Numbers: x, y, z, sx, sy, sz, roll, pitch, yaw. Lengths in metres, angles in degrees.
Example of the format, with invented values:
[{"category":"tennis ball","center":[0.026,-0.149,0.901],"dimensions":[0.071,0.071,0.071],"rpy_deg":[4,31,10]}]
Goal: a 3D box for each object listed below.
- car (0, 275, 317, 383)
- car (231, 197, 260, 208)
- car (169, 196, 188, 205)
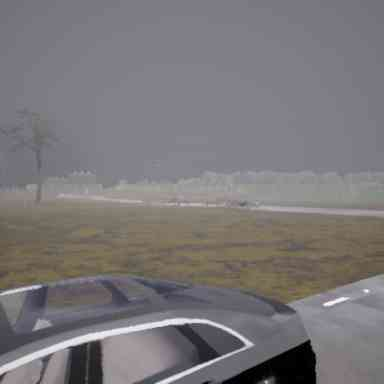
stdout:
[{"category":"car","center":[-1.166,1.490,2.238],"dimensions":[4.902,1.511,2.128],"rpy_deg":[0,0,-35]},{"category":"car","center":[7.519,1.480,47.494],"dimensions":[2.128,1.511,4.902],"rpy_deg":[-2,1,-35]},{"category":"car","center":[-2.433,1.482,61.534],"dimensions":[1.837,1.490,4.892],"rpy_deg":[-2,1,-36]}]
